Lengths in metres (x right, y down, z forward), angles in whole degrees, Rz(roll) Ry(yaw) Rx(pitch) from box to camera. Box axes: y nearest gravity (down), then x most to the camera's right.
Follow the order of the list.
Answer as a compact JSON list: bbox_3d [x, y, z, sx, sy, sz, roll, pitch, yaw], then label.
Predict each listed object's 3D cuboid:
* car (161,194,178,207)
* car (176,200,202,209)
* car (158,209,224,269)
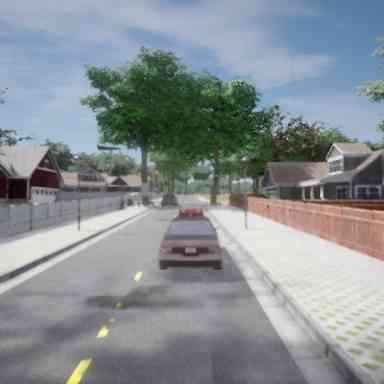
[{"bbox_3d":[-2.989,1.131,44.983,2.097,1.767,4.553,0,0,0],"label":"car"},{"bbox_3d":[-0.079,1.475,27.421,1.895,1.301,4.718,0,0,0],"label":"car"},{"bbox_3d":[-0.027,1.499,10.876,2.033,1.411,5.357,0,0,0],"label":"car"}]
